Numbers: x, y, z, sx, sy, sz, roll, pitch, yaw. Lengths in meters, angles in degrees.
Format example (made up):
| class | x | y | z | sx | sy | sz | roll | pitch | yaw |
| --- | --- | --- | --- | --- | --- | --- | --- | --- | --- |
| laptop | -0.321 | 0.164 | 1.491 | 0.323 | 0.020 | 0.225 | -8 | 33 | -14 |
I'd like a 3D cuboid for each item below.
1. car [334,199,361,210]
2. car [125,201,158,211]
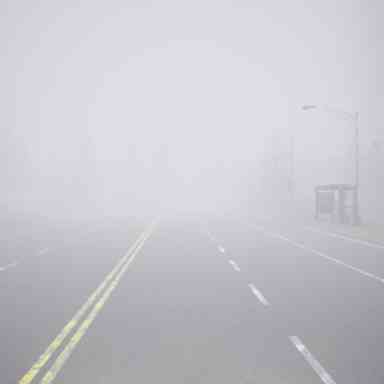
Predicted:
| class | x | y | z | sx | sy | sz | roll | pitch | yaw |
| --- | --- | --- | --- | --- | --- | --- | --- | --- | --- |
| car | 17.790 | 1.610 | 40.089 | 4.902 | 1.511 | 2.128 | 0 | 0 | -2 |
| car | -6.529 | 1.764 | 42.400 | 1.895 | 1.301 | 4.718 | 0 | 0 | -44 |
